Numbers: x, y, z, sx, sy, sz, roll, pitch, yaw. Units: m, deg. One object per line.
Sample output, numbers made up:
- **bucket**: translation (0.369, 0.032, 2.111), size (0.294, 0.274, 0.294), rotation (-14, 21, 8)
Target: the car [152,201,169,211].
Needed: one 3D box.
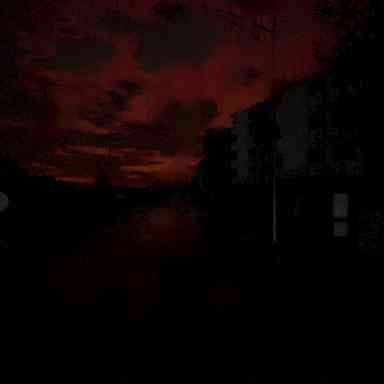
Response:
- **car**: translation (-4.080, 1.814, 43.712), size (1.895, 1.301, 4.718), rotation (0, 0, 0)
